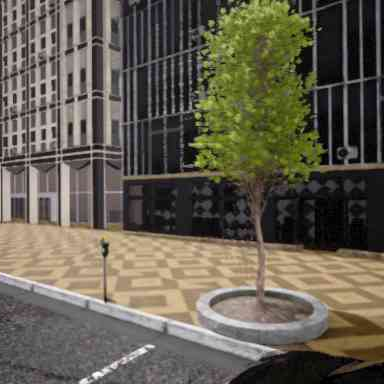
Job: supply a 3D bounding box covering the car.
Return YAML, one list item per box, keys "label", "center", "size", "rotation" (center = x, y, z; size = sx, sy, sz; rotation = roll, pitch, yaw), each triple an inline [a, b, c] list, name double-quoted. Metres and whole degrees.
- label: "car"
  center: [1.869, 1.561, 1.543]
  size: [4.313, 1.339, 1.947]
  rotation: [0, 0, 36]
